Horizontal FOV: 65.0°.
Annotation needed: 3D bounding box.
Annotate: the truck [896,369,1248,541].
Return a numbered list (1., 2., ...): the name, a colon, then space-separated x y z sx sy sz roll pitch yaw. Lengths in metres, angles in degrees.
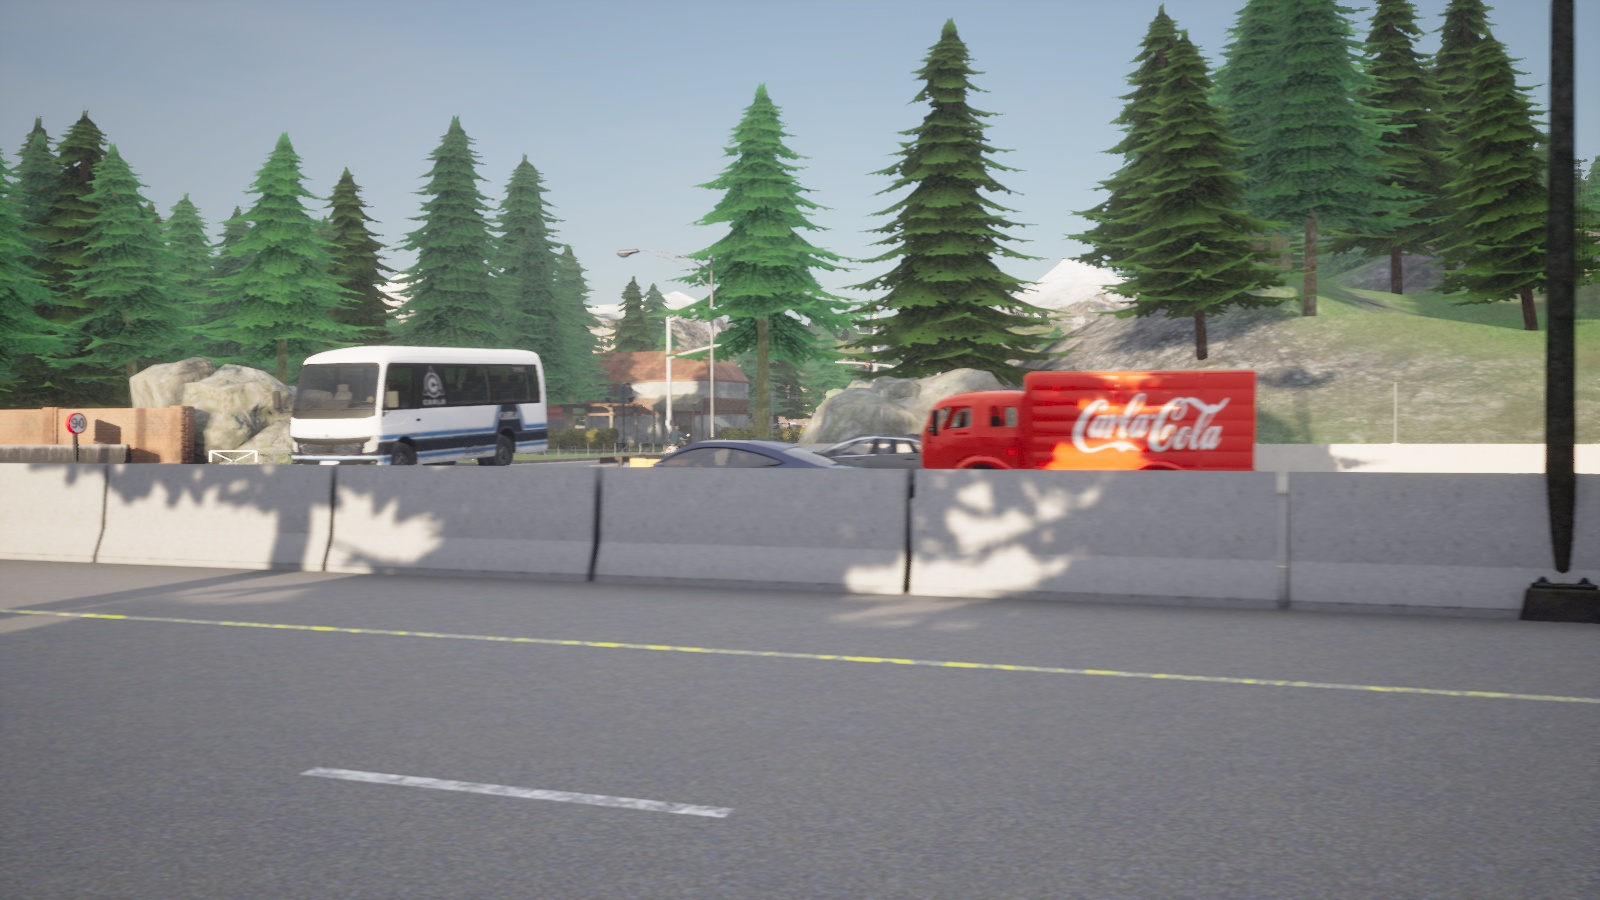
1. truck: 4.400 0.033 20.168 5.204 2.467 2.627 1 1 19

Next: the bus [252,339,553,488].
1. bus: -12.544 -1.347 41.261 3.944 4.253 10.273 1 3 19

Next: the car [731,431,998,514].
1. car: 1.304 0.389 24.909 4.902 1.511 2.128 1 1 19

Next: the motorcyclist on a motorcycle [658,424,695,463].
1. motorcyclist on a motorcycle: -5.111 -0.268 52.017 0.866 1.590 1.817 1 1 19

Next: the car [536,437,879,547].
1. car: -1.345 0.552 18.416 4.674 1.442 1.812 1 1 19
